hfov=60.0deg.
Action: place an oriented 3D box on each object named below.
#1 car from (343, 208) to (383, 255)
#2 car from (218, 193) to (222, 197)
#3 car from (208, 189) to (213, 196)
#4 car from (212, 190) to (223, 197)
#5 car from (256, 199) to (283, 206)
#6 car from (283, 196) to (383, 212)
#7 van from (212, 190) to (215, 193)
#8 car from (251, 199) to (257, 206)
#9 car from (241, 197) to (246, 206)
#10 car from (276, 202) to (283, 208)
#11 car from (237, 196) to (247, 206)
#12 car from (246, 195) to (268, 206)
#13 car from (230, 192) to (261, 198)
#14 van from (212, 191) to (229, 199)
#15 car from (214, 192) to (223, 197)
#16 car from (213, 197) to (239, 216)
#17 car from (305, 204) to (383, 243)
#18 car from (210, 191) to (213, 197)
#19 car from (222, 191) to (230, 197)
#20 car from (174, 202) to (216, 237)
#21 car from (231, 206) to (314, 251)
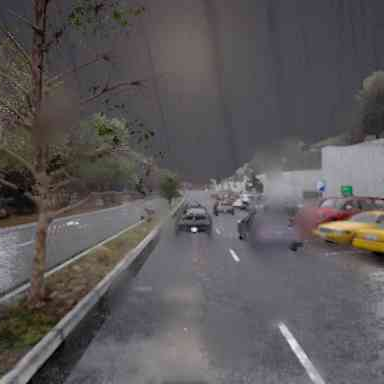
[{"bbox_3d":[8.246,1.489,11.698,5.366,1.575,1.946,1,0,-20],"label":"car"},{"bbox_3d":[8.061,1.410,62.659,4.792,1.488,2.163,1,1,-20],"label":"car"},{"bbox_3d":[8.071,0.811,89.593,5.566,2.045,2.435,1,1,-20],"label":"car"},{"bbox_3d":[8.063,1.042,80.652,4.553,1.767,2.185,1,0,-20],"label":"car"},{"bbox_3d":[8.070,1.540,26.637,5.008,1.535,2.097,1,-1,-20],"label":"car"},{"bbox_3d":[8.054,1.253,17.617,5.566,2.045,2.435,1,0,-20],"label":"car"},{"bbox_3d":[8.203,0.908,83.686,4.442,1.987,1.878,1,0,-20],"label":"van"},{"bbox_3d":[8.080,1.591,29.637,4.674,1.452,2.002,1,0,-20],"label":"car"},{"bbox_3d":[8.082,1.604,35.637,4.674,1.452,2.002,1,0,-20],"label":"car"},{"bbox_3d":[8.049,1.544,20.620,4.792,1.488,2.163,1,0,-20],"label":"car"},{"bbox_3d":[8.106,1.589,38.662,4.792,1.488,2.163,1,0,-20],"label":"car"},{"bbox_3d":[8.111,1.432,32.648,4.553,1.767,2.185,1,0,-20],"label":"car"},{"bbox_3d":[8.110,1.303,41.660,5.566,2.045,2.435,1,0,-20],"label":"car"},{"bbox_3d":[7.989,0.800,92.547,4.442,1.987,1.878,1,1,-20],"label":"van"},{"bbox_3d":[8.064,1.268,74.664,4.792,1.488,2.163,1,1,-20],"label":"car"},{"bbox_3d":[3.108,1.565,33.671,2.128,1.511,4.902,0,0,0],"label":"car"},{"bbox_3d":[7.900,1.490,14.565,5.366,1.575,1.946,1,0,-20],"label":"car"},{"bbox_3d":[8.086,1.098,86.628,4.892,1.521,2.231,1,0,-20],"label":"car"},{"bbox_3d":[8.061,1.257,50.641,5.566,2.045,2.435,1,1,-20],"label":"car"},{"bbox_3d":[0.103,1.525,18.101,1.837,1.490,4.892,0,0,0],"label":"car"},{"bbox_3d":[3.104,1.555,14.183,2.033,1.411,5.357,0,0,0],"label":"car"}]
